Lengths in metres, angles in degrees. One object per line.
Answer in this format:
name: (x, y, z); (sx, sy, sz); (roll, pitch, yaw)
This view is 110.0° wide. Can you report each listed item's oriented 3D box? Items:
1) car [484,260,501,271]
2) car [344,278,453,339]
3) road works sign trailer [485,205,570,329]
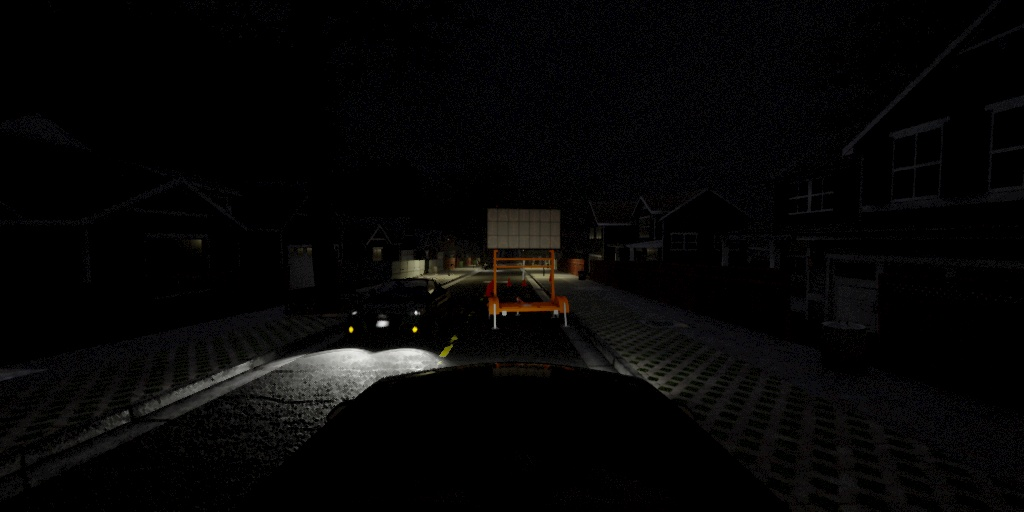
car: (-2.897, 1.313, 51.079); (1.812, 1.442, 4.674); (0, 0, 0)
car: (-2.858, 1.309, 9.904); (1.994, 1.385, 4.181); (0, 0, 0)
road works sign trailer: (0.351, 0.209, 11.333); (2.380, 3.560, 2.880); (0, 0, -7)
